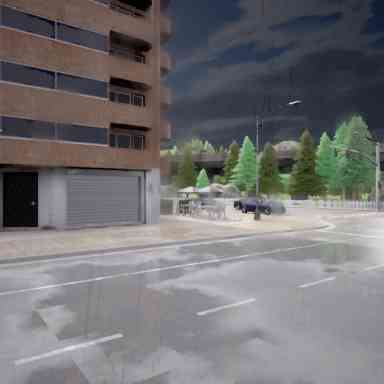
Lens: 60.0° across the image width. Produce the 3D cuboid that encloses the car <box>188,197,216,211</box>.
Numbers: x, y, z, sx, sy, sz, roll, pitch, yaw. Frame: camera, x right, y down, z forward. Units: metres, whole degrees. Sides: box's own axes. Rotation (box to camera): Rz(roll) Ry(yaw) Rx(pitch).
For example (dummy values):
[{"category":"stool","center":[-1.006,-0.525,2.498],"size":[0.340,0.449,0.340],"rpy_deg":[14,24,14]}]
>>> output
[{"category":"car","center":[1.601,1.449,40.232],"size":[1.837,1.490,4.892],"rpy_deg":[0,0,-37]}]

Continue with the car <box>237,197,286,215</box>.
[{"category":"car","center":[7.007,1.296,32.849],"size":[2.097,1.767,4.553],"rpy_deg":[0,0,-36]}]

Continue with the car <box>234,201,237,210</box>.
[{"category":"car","center":[7.020,1.422,38.780],"size":[1.882,1.535,5.008],"rpy_deg":[0,0,-37]}]

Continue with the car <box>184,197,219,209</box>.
[{"category":"car","center":[1.258,1.436,46.197],"size":[2.128,1.511,4.902],"rpy_deg":[0,0,-41]}]

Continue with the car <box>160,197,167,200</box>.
[{"category":"car","center":[-5.248,1.297,47.869],"size":[4.553,1.767,2.097],"rpy_deg":[0,0,36]}]
